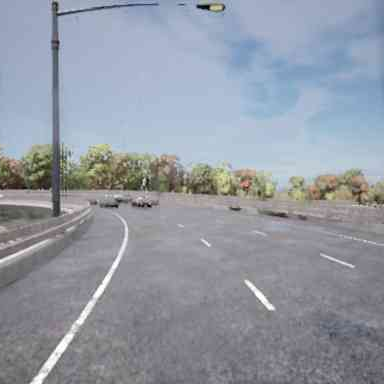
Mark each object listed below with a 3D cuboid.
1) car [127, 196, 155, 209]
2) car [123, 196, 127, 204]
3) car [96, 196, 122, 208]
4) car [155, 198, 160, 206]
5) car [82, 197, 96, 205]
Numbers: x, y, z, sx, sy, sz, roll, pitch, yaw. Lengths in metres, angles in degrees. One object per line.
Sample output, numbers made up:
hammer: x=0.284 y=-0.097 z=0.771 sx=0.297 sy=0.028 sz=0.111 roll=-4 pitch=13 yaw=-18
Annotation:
car: x=-7.071 y=1.567 z=45.779 sx=1.895 sy=1.301 sz=4.718 roll=0 pitch=0 yaw=-25
car: x=-12.317 y=1.464 z=62.042 sx=2.128 sy=1.511 sz=4.902 roll=0 pitch=0 yaw=-36
car: x=-11.963 y=1.559 z=47.633 sx=1.994 sy=1.385 sz=4.181 roll=0 pitch=0 yaw=-28
car: x=-6.899 y=1.500 z=53.094 sx=2.033 sy=1.411 sz=5.357 roll=0 pitch=0 yaw=-31
car: x=-17.990 y=1.581 z=57.929 sx=1.994 sy=1.385 sz=4.181 roll=0 pitch=0 yaw=-36
